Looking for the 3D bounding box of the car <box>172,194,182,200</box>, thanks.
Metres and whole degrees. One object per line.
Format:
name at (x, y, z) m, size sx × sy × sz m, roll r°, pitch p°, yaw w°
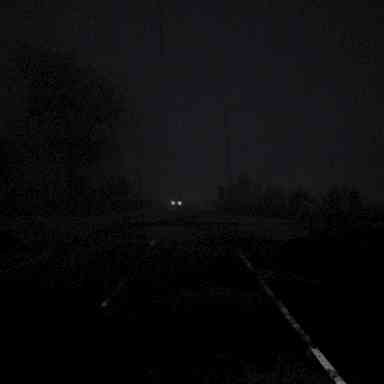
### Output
car at (-3.491, 1.124, 77.529) m, size 1.812 × 1.442 × 4.674 m, roll 0°, pitch 0°, yaw 0°
